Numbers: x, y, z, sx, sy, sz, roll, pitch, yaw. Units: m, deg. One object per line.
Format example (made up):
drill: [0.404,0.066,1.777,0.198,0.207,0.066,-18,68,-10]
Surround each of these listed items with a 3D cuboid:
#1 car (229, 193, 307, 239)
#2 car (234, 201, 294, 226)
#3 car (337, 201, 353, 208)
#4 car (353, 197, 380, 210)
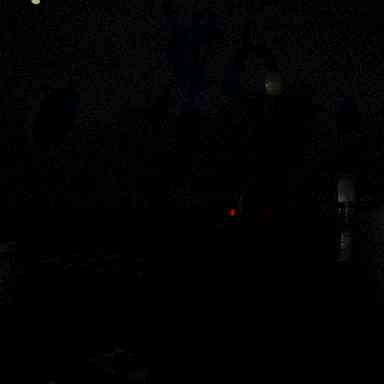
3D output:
car: [3.955,1.077,16.692,2.150,2.045,5.566,0,0,37]
car: [5.188,1.380,23.252,2.033,1.411,5.357,0,0,37]
car: [20.313,1.382,43.274,1.994,1.385,4.181,0,0,38]
car: [20.880,1.289,39.257,1.882,1.535,5.008,0,0,37]
